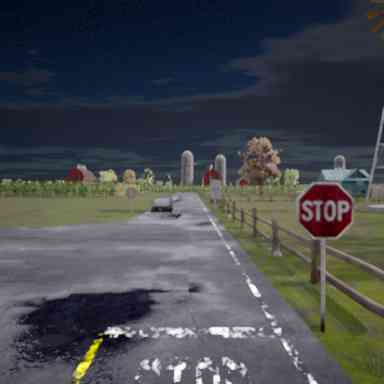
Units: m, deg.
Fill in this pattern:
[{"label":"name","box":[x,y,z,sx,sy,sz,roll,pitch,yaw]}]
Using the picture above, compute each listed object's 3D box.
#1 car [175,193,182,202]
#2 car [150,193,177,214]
[{"label":"car","box":[-2.681,0.938,55.664,2.128,1.511,4.902,0,1,0]},{"label":"car","box":[-2.712,1.187,31.052,1.882,1.535,5.008,0,1,0]}]
